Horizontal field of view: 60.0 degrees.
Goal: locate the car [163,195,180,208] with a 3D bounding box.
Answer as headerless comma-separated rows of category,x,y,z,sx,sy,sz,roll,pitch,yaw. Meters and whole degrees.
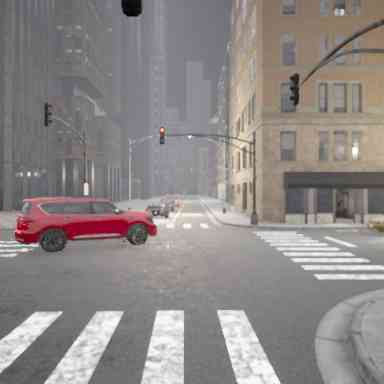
car,-2.992,1.384,49.532,2.097,1.767,4.553,0,0,0

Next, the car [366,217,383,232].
car,12.148,1.525,18.115,4.829,1.417,1.752,0,0,-1

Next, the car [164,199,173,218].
car,-3.041,1.583,29.779,1.994,1.385,4.181,0,0,0

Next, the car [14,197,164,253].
car,-4.281,1.234,13.908,5.566,2.045,2.150,0,1,-29

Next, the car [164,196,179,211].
car,-3.016,1.518,39.633,2.128,1.511,4.902,0,0,0
